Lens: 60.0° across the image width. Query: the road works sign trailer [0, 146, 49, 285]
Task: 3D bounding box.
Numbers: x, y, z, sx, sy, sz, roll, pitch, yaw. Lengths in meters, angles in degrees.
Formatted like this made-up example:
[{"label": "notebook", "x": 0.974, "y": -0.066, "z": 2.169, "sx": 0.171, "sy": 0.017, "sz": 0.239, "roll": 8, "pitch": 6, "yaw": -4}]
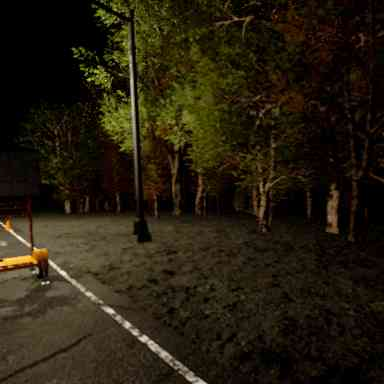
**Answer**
[{"label": "road works sign trailer", "x": -5.368, "y": 0.585, "z": 8.921, "sx": 2.380, "sy": 3.560, "sz": 2.880, "roll": -3, "pitch": 2, "yaw": -34}]
